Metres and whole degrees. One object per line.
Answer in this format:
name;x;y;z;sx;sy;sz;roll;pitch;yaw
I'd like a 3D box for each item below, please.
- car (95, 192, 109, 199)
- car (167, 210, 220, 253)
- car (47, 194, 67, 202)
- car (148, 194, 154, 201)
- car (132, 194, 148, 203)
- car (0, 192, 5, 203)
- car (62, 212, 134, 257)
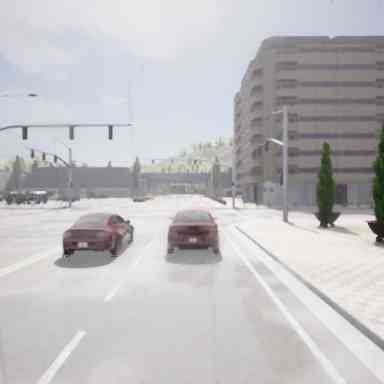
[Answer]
car;-24.581;0.986;92.076;1.932;1.855;4.605;0;0;0
car;0.061;1.453;13.566;1.882;1.535;5.008;0;0;0
car;-30.237;1.259;74.682;1.970;1.475;3.806;0;0;0
car;-10.529;1.316;81.704;1.882;1.535;5.008;0;0;0
car;-10.529;1.438;66.140;1.994;1.385;4.181;0;0;0
car;-36.053;1.286;59.599;1.970;1.475;3.806;0;0;0
car;-3.442;1.503;12.791;1.812;1.442;4.674;0;0;0
